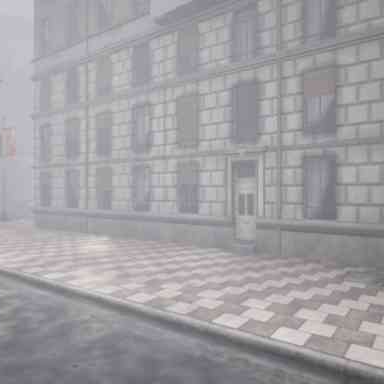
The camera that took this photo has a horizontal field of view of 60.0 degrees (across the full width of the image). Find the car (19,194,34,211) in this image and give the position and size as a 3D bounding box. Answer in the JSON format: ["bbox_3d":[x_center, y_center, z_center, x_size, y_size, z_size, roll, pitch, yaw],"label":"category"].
[{"bbox_3d":[-17.089,1.351,38.878,2.097,1.767,4.553,0,0,36],"label":"car"}]

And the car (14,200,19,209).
[{"bbox_3d":[-19.280,1.220,41.826,2.150,2.045,5.566,0,0,36],"label":"car"}]
